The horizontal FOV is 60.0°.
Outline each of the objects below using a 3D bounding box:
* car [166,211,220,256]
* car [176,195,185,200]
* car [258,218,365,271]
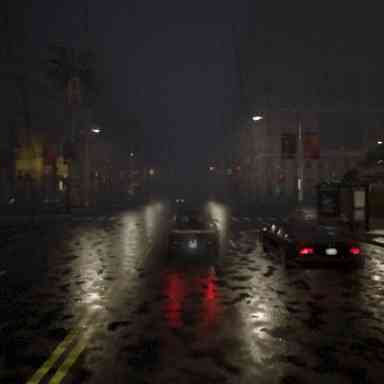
[{"bbox_3d":[0.047,1.487,13.046,2.128,1.511,4.902,0,0,1],"label":"car"},{"bbox_3d":[-3.212,1.557,94.332,1.895,1.301,4.718,0,0,7],"label":"car"},{"bbox_3d":[3.525,1.544,10.870,2.033,1.411,5.357,0,0,1],"label":"car"}]
